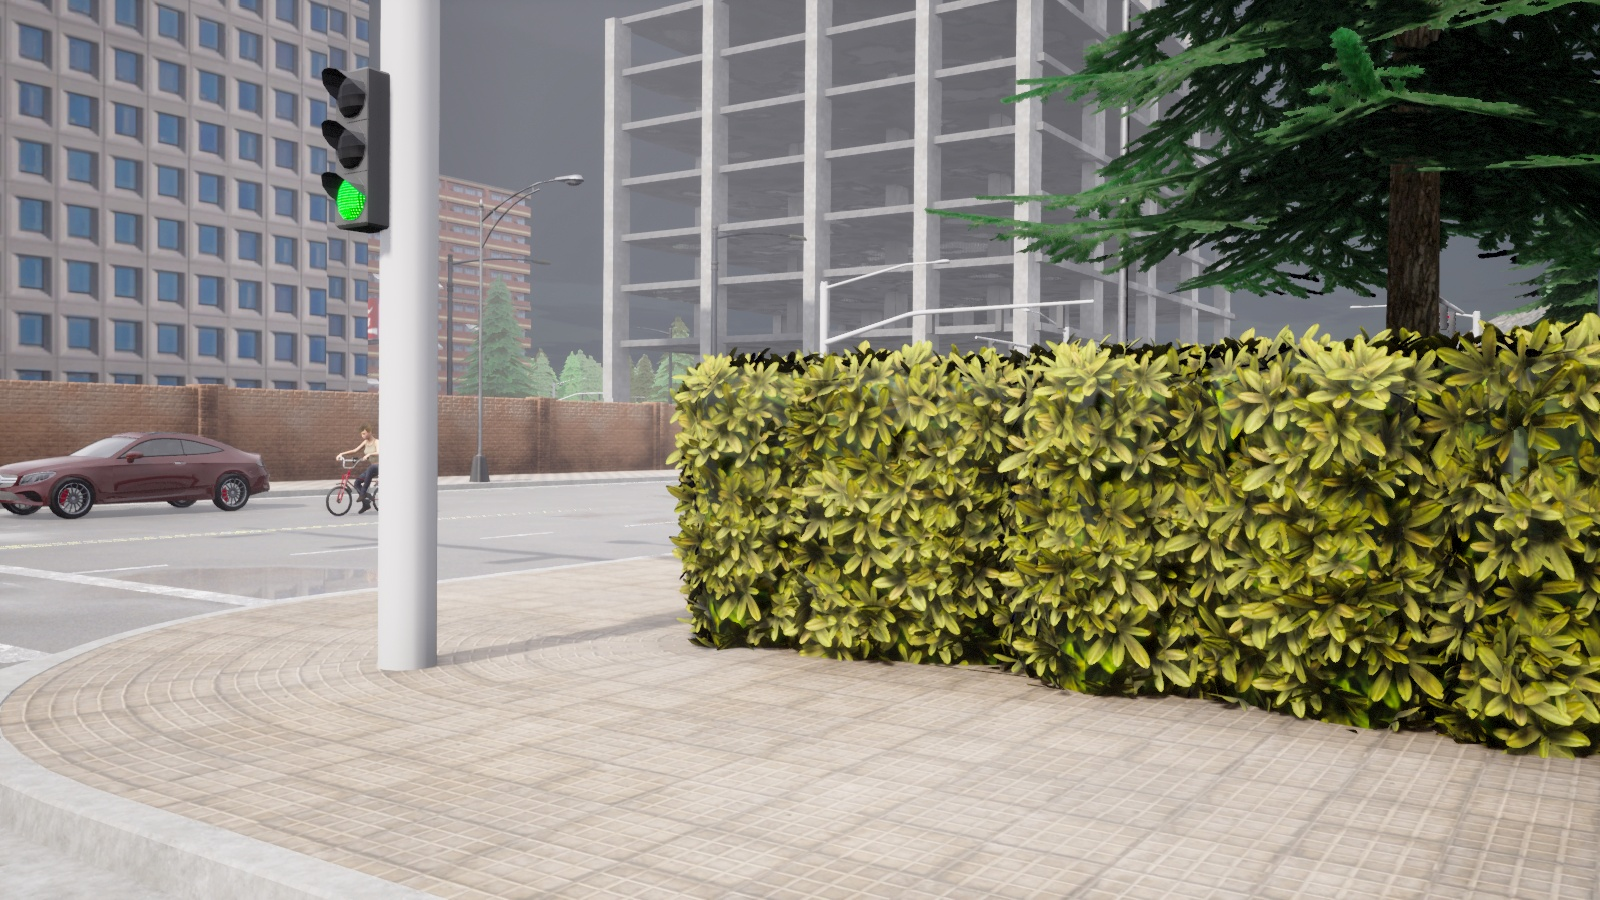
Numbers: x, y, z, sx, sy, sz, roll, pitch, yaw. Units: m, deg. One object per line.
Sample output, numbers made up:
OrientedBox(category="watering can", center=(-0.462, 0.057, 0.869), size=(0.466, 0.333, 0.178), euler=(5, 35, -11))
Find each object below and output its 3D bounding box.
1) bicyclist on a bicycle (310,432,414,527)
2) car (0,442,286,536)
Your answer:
OrientedBox(category="bicyclist on a bicycle", center=(-7.757, 0.489, 22.290), size=(0.866, 1.612, 1.509), euler=(0, 1, 34))
OrientedBox(category="car", center=(-11.841, 0.613, 22.469), size=(1.812, 1.442, 4.674), euler=(0, 1, 33))
